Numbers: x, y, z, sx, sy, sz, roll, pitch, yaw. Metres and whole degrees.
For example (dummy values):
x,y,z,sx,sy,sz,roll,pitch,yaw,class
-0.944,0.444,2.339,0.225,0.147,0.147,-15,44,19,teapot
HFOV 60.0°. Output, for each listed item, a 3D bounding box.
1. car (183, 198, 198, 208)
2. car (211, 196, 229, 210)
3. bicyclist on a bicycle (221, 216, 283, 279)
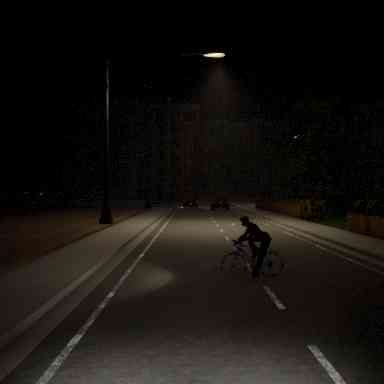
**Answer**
x,y,z,sx,sy,sz,roll,pitch,yaw,class
-0.248,1.593,47.105,1.994,1.385,4.181,0,-1,-3,car
3.519,1.352,42.361,2.097,1.767,4.553,0,0,0,car
1.560,1.453,8.725,1.656,1.620,0.582,-2,0,0,bicyclist on a bicycle
